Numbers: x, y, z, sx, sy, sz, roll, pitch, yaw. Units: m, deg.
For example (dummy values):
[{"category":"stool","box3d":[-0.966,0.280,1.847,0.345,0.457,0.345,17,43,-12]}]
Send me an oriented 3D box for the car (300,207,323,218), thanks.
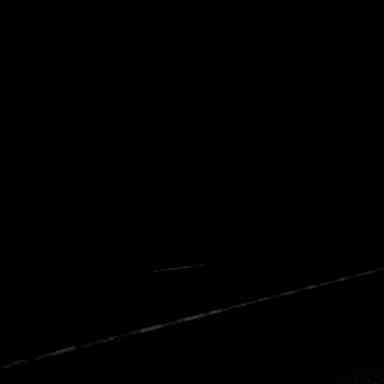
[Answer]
[{"category":"car","box3d":[15.428,2.627,44.601,1.882,1.535,5.008,3,0,-22]}]
